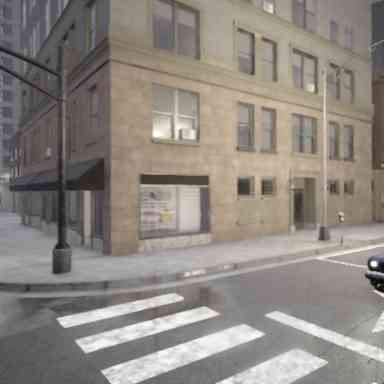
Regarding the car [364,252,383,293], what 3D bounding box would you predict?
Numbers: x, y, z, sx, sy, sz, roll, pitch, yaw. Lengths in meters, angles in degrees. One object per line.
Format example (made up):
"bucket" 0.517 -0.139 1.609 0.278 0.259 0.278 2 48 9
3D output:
"car" 5.985 1.588 7.646 4.718 1.301 1.895 0 0 -35
